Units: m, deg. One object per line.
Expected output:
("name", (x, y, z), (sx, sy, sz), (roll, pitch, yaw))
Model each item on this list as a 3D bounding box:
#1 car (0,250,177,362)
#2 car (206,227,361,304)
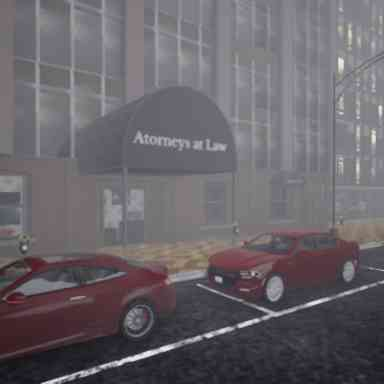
("car", (-2.202, 1.592, 4.997), (4.206, 1.307, 1.802), (1, -1, -35))
("car", (2.392, 1.608, 8.271), (4.507, 1.381, 1.887), (1, -1, -35))
